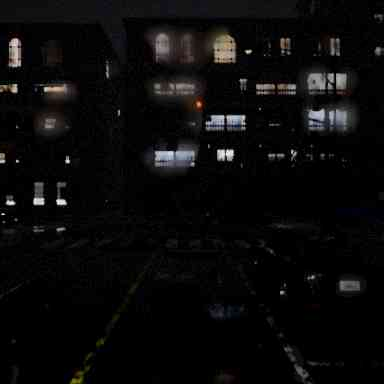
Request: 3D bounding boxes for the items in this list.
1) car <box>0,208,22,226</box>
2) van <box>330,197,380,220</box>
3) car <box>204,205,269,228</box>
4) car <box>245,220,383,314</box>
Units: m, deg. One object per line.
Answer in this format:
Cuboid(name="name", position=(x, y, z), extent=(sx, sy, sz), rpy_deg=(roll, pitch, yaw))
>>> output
Cuboid(name="car", position=(-14.172, 1.387, 21.647), extent=(5.566, 2.045, 2.150), rpy_deg=(2, -1, 0))
Cuboid(name="van", position=(13.091, 1.299, 27.074), extent=(3.998, 1.788, 1.690), rpy_deg=(0, 0, 0))
Cuboid(name="car", position=(2.859, 1.576, 21.703), extent=(4.181, 1.385, 1.994), rpy_deg=(0, 0, 0))
Cuboid(name="car", position=(2.577, 1.568, 7.502), extent=(1.947, 1.339, 4.313), rpy_deg=(1, 0, 0))
